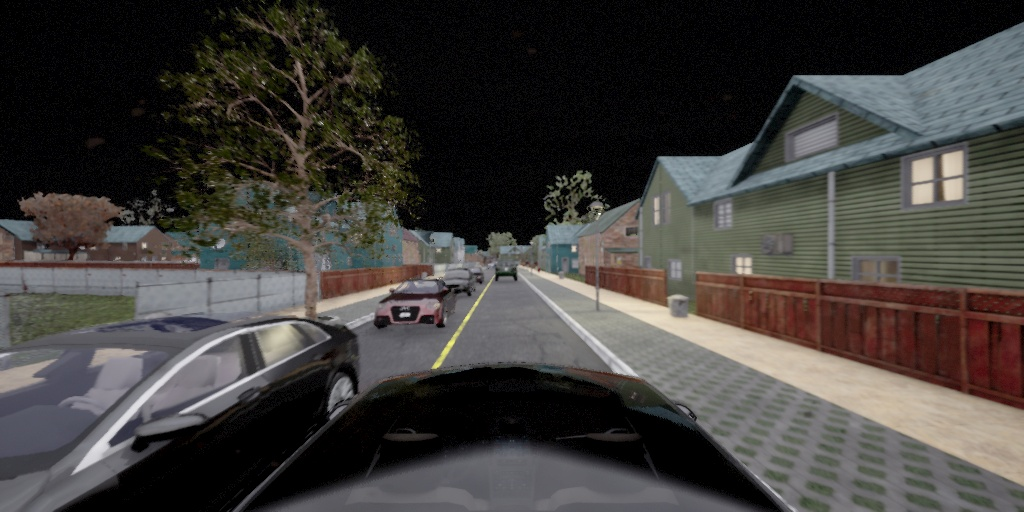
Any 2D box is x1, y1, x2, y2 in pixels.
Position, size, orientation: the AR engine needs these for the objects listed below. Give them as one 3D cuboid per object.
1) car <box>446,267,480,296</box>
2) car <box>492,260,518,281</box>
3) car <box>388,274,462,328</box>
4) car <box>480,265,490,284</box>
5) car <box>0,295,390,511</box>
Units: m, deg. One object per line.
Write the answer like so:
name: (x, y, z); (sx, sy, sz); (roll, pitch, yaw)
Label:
car: (-3.208, 1.529, 21.679); (1.837, 1.490, 4.892); (-1, -1, -1)
car: (-0.572, 1.393, 35.844); (2.150, 2.045, 5.566); (-1, -1, -1)
car: (-3.011, 1.467, 11.939); (1.994, 1.385, 4.181); (-1, -1, -1)
car: (-3.381, 1.696, 31.757); (2.033, 1.411, 5.357); (-1, -1, -1)
car: (-2.811, 1.280, 2.672); (2.128, 1.511, 4.902); (-1, -1, -1)
